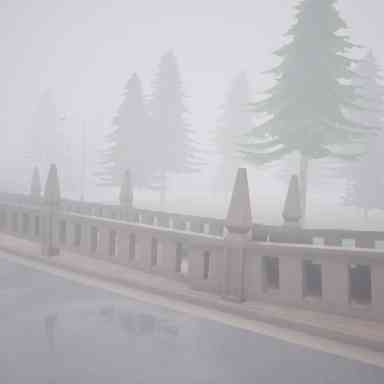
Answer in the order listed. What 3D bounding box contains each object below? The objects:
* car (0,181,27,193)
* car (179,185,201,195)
[{"bbox_3d":[-21.247,-0.473,37.408,1.882,1.535,5.008,4,3,37],"label":"car"},{"bbox_3d":[-0.321,-0.332,59.083,2.097,1.767,4.553,4,3,37],"label":"car"}]
